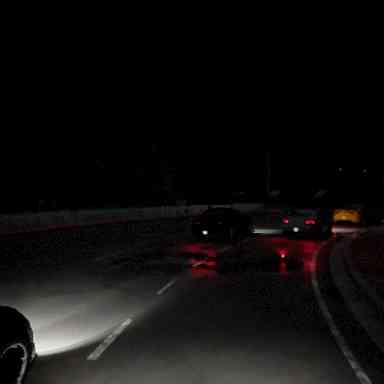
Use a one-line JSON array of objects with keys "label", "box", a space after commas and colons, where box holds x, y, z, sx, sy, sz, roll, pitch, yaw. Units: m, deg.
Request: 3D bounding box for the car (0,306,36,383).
[{"label": "car", "box": [-3.039, 1.578, 2.464, 1.994, 1.385, 4.181, 0, 0, 5]}]

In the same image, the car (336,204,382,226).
[{"label": "car", "box": [12.715, 1.677, 25.388, 5.008, 1.535, 1.882, 0, -1, -41]}]

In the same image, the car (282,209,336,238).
[{"label": "car", "box": [6.453, 1.668, 18.549, 1.812, 1.442, 4.674, 0, 0, 33]}]

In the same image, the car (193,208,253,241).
[{"label": "car", "box": [1.765, 1.635, 17.612, 1.837, 1.490, 4.892, 0, 0, 28]}]
